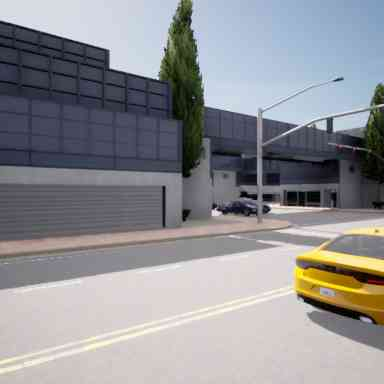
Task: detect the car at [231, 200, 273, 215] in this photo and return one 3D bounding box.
[{"bbox_3d":[6.365,1.562,35.601,1.994,1.385,4.181,0,0,-37],"label":"car"}]

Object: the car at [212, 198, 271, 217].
[{"bbox_3d":[4.640,1.546,32.067,2.033,1.411,5.357,0,0,-37],"label":"car"}]

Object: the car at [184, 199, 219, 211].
[{"bbox_3d":[1.133,1.599,42.586,1.895,1.301,4.718,0,0,-37],"label":"car"}]

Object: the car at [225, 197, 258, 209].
[{"bbox_3d":[6.860,1.523,46.905,1.812,1.442,4.674,0,0,-37],"label":"car"}]

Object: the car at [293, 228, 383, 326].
[{"bbox_3d":[4.206,1.477,6.843,5.008,1.535,1.882,0,0,-36],"label":"car"}]
